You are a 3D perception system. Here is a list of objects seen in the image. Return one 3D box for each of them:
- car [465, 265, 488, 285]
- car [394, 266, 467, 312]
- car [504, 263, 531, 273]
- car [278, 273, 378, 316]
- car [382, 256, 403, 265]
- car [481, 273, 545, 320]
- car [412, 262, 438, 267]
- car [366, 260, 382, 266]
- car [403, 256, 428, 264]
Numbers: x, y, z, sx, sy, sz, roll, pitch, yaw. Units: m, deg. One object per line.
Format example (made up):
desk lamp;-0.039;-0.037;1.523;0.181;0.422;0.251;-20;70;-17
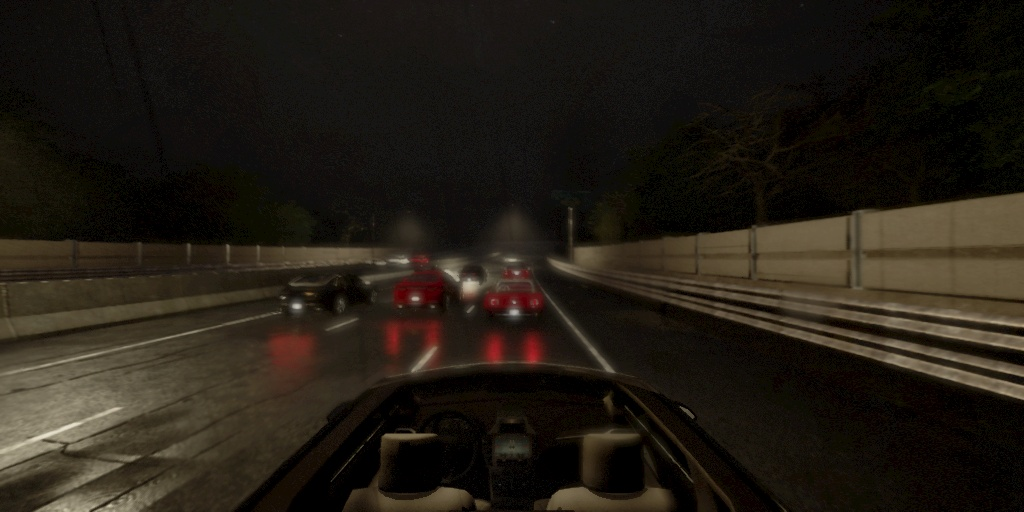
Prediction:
car;-3.077;1.482;28.819;1.837;1.490;4.892;0;0;2
car;-3.334;1.368;15.059;1.882;1.535;5.008;0;0;1
car;0.419;1.327;28.588;2.097;1.767;4.553;0;0;2
car;-6.860;1.384;13.952;1.837;1.490;4.892;0;0;1
car;-19.430;0.996;60.802;2.150;2.045;5.566;0;1;4
car;0.126;1.474;13.266;1.895;1.301;4.718;0;-1;1
car;-6.579;1.466;28.825;2.128;1.511;4.902;0;0;2
car;-22.922;1.375;60.976;1.895;1.301;4.718;0;1;3
car;-15.935;0.997;60.728;2.150;2.045;5.566;0;1;4
